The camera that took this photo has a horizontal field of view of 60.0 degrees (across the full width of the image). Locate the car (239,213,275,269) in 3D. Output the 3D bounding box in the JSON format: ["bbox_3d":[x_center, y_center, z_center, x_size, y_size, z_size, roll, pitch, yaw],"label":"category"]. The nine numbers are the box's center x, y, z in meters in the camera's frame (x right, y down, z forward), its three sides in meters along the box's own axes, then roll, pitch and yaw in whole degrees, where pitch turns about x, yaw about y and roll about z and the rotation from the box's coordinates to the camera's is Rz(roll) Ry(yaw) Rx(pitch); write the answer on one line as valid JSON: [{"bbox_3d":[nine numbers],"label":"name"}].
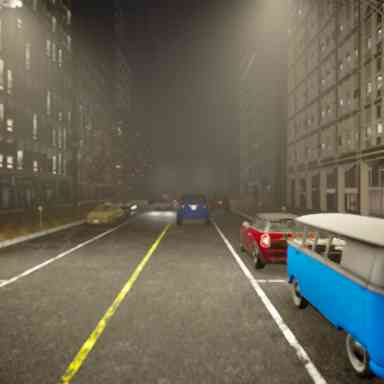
[{"bbox_3d":[2.697,1.377,10.878,1.967,1.590,4.097,0,0,0],"label":"car"}]

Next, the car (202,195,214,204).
[{"bbox_3d":[2.711,1.175,56.584,1.752,1.417,4.829,0,0,0],"label":"car"}]

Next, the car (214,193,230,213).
[{"bbox_3d":[2.705,1.113,33.645,2.192,1.841,5.009,0,0,0],"label":"car"}]

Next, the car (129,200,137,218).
[{"bbox_3d":[-5.679,1.385,27.969,2.008,1.369,4.403,0,0,0],"label":"car"}]

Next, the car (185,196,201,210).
[{"bbox_3d":[0.113,1.258,41.133,1.837,1.490,4.892,0,1,0],"label":"car"}]

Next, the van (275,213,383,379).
[{"bbox_3d":[2.695,1.311,5.186,1.690,1.788,3.998,0,0,0],"label":"van"}]

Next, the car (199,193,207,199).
[{"bbox_3d":[2.719,1.020,84.875,1.947,1.339,4.313,0,0,0],"label":"car"}]

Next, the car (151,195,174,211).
[{"bbox_3d":[-3.085,1.375,37.413,1.895,1.301,4.718,0,0,0],"label":"car"}]

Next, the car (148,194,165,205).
[{"bbox_3d":[-5.672,1.240,50.738,2.008,1.369,4.403,0,0,0],"label":"car"}]

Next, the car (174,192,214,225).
[{"bbox_3d":[0.108,1.083,23.010,2.150,2.045,5.566,0,0,0],"label":"car"}]

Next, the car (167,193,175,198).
[{"bbox_3d":[-5.659,0.958,90.583,1.887,1.381,4.507,0,0,0],"label":"car"}]

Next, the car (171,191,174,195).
[{"bbox_3d":[-5.663,1.045,79.198,2.008,1.369,4.403,0,0,0],"label":"car"}]

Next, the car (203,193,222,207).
[{"bbox_3d":[2.708,1.041,45.030,2.192,1.841,5.009,0,0,0],"label":"car"}]

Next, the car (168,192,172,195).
[{"bbox_3d":[-5.666,1.155,67.813,1.802,1.307,4.206,0,0,0],"label":"car"}]

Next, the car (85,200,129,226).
[{"bbox_3d":[-5.681,1.395,22.105,1.752,1.417,4.829,0,0,0],"label":"car"}]
